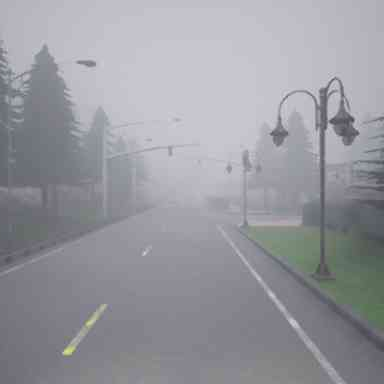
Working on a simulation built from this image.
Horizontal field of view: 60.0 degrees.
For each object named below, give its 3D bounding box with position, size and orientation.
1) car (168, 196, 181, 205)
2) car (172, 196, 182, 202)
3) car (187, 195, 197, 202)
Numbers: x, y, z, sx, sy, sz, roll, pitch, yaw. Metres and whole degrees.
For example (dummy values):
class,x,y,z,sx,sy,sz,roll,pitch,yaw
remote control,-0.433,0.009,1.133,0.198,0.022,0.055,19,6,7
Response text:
class,x,y,z,sx,sy,sz,roll,pitch,yaw
car,-3.517,1.611,63.724,1.882,1.535,5.008,0,0,0
car,-3.498,1.668,79.273,2.033,1.411,5.357,0,0,0
car,0.001,1.485,72.642,1.882,1.535,5.008,0,0,0
